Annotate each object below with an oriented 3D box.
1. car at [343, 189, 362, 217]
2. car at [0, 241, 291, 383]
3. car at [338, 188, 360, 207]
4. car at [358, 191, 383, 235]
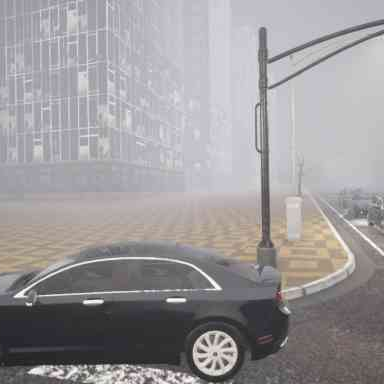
[{"bbox_3d":[10.964,0.759,20.757,1.994,1.385,4.181,-1,2,17],"label":"car"},{"bbox_3d":[-1.121,1.505,4.786,4.892,1.490,1.837,0,0,0],"label":"car"},{"bbox_3d":[12.938,0.453,26.828,2.128,1.511,4.902,-1,2,18],"label":"car"},{"bbox_3d":[8.937,0.928,14.456,2.128,1.511,4.902,-1,2,18],"label":"car"}]
